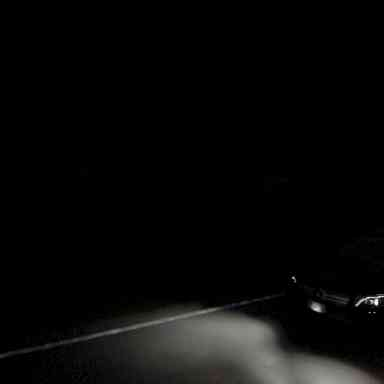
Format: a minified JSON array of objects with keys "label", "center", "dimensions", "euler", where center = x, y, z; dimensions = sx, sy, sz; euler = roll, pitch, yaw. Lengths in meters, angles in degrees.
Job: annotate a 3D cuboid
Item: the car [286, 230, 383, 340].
[{"label":"car","center":[3.866,1.472,6.249],"dimensions":[4.674,1.442,1.812],"euler":[0,1,-32]}]
